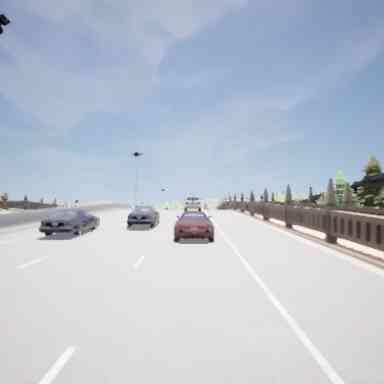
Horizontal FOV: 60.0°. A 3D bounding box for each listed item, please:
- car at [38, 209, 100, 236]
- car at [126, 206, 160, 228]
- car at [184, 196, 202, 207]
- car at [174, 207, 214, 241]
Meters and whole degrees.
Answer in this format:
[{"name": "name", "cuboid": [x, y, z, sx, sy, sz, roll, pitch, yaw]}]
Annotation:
[{"name": "car", "cuboid": [-6.902, 1.687, 19.247, 2.033, 1.411, 5.357, 0, 0, 0]}, {"name": "car", "cuboid": [-3.402, 1.721, 23.847, 2.033, 1.411, 5.357, 0, 0, 0]}, {"name": "car", "cuboid": [0.098, 1.556, 44.208, 2.150, 2.045, 5.566, 0, -1, 0]}, {"name": "car", "cuboid": [0.099, 1.690, 17.379, 1.994, 1.385, 4.181, 0, 0, 0]}]
